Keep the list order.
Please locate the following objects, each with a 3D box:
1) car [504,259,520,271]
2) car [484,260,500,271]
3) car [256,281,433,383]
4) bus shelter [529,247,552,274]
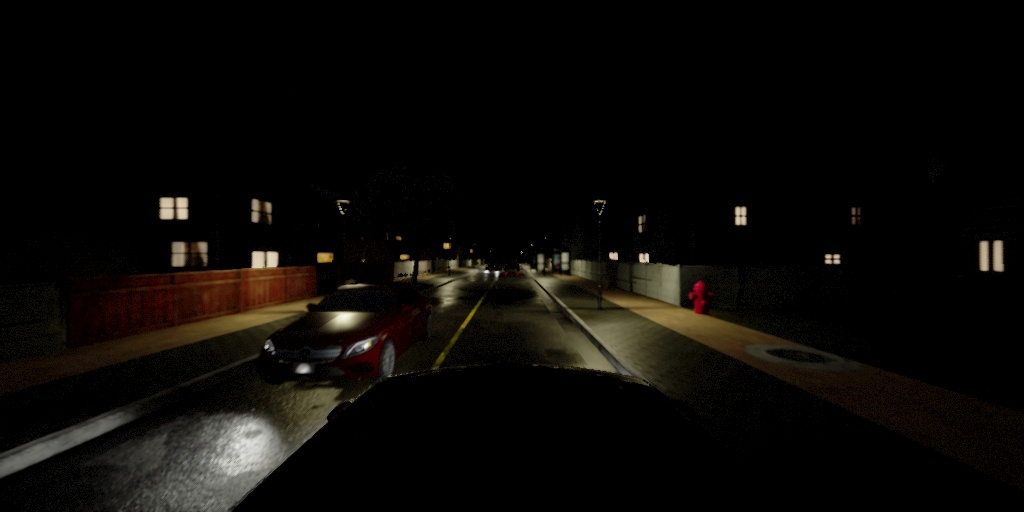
[{"bbox_3d":[-0.008,1.168,50.418,2.097,1.767,4.553,0,0,0],"label":"car"},{"bbox_3d":[-2.834,1.327,51.554,1.837,1.490,4.892,0,0,0],"label":"car"},{"bbox_3d":[-2.845,1.270,7.217,1.812,1.442,4.674,0,0,0],"label":"car"},{"bbox_3d":[2.992,0.657,40.071,1.920,2.740,3.880,0,0,0],"label":"bus shelter"}]
